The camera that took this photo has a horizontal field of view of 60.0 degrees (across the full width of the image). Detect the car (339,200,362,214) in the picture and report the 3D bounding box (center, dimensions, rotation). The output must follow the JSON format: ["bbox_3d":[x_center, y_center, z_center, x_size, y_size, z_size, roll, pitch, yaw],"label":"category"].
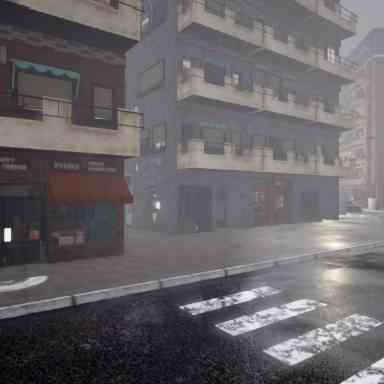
[{"bbox_3d":[18.010,1.669,38.686,1.882,1.535,5.008,0,0,5],"label":"car"}]
